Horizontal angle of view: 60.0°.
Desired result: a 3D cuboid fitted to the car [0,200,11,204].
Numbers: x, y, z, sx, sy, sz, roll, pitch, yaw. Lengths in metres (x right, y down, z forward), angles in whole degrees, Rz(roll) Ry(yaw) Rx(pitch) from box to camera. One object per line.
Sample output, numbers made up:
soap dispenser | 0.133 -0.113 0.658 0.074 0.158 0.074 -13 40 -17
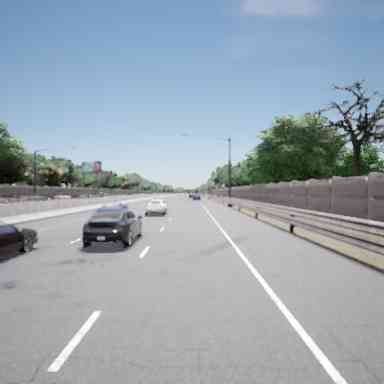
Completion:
car | -21.100 1.517 35.445 1.895 1.301 4.718 0 0 0

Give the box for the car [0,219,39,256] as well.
car | -6.896 1.524 10.524 2.033 1.411 5.357 0 0 0

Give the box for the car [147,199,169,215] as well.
car | -3.407 1.449 32.576 1.812 1.442 4.674 0 0 0

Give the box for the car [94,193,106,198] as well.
car | -21.016 1.044 75.864 1.837 1.490 4.892 0 0 0

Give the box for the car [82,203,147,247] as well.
car | -3.403 1.472 14.840 1.837 1.490 4.892 0 0 0

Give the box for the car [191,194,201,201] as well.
car | 1.208 1.335 81.828 1.882 1.535 5.008 0 0 0

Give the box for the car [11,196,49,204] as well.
car | -17.597 1.263 37.108 2.097 1.767 4.553 0 0 0

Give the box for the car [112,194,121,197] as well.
car | -17.516 1.159 77.729 1.812 1.442 4.674 0 0 0

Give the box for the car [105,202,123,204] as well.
car | -6.906 1.531 29.887 1.895 1.301 4.718 0 0 0

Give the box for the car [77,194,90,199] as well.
car | -24.516 1.104 75.448 1.812 1.442 4.674 0 0 0
